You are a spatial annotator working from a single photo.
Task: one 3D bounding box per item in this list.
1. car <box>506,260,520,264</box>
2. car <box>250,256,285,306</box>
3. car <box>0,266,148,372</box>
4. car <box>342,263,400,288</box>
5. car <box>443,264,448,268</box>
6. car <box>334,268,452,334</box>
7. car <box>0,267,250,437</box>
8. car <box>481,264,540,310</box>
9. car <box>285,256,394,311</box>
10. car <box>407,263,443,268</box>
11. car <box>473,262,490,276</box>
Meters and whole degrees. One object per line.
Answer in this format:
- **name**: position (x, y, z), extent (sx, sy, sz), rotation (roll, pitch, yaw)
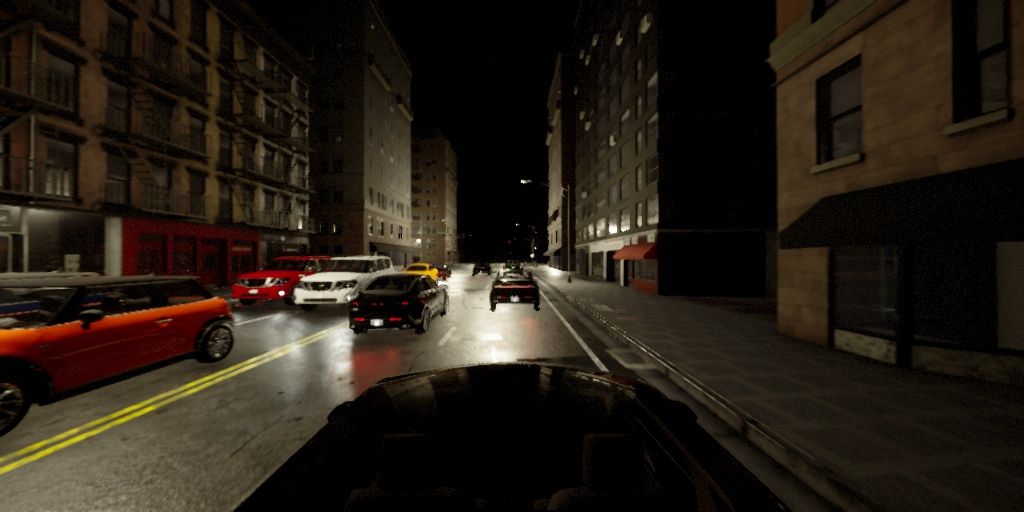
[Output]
- **car**: position (0.097, 1.202, 37.818), extent (2.097, 1.767, 4.553), rotation (0, 0, 0)
- **car**: position (-9.837, 1.014, 16.417), extent (2.150, 2.045, 5.566), rotation (0, 0, 0)
- **car**: position (-9.841, 1.114, 6.386), extent (2.097, 1.767, 4.553), rotation (0, 0, 0)
- **car**: position (-9.752, 1.307, 25.261), extent (2.128, 1.511, 4.902), rotation (0, 0, 0)
- **car**: position (-6.502, 1.396, 31.461), extent (1.994, 1.385, 4.181), rotation (0, 0, 0)
- **car**: position (-3.151, 1.282, 10.774), extent (1.837, 1.490, 4.892), rotation (0, 0, 0)
- **car**: position (-6.592, 1.111, 5.226), extent (2.097, 1.767, 4.553), rotation (0, 0, 0)
- **car**: position (0.099, 1.279, 14.797), extent (2.128, 1.511, 4.902), rotation (0, 0, 0)
- **car**: position (-6.592, 1.004, 15.033), extent (2.150, 2.045, 5.566), rotation (0, 0, 0)
- **car**: position (-6.502, 1.293, 25.261), extent (1.882, 1.535, 5.008), rotation (0, 0, 0)
- **car**: position (-3.153, 1.359, 38.915), extent (1.837, 1.490, 4.892), rotation (0, 0, 0)
